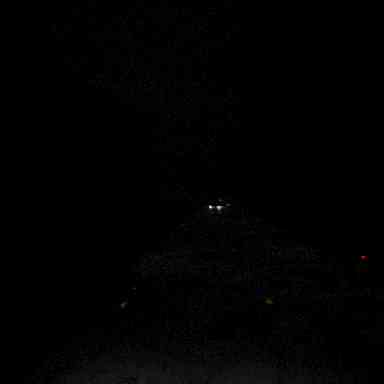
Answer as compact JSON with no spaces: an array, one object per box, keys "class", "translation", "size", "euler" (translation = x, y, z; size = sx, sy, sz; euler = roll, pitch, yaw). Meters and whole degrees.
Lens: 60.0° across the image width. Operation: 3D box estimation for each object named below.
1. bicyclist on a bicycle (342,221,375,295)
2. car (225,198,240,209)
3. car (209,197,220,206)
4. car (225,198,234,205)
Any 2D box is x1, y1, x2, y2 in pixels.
[{"class":"bicyclist on a bicycle","translation":[4.021,1.551,8.073],"size":[0.582,1.620,1.656],"euler":[1,-1,2]},{"class":"car","translation":[6.426,1.924,51.405],"size":[2.033,1.411,5.357],"euler":[1,0,5]},{"class":"car","translation":[4.379,1.923,63.774],"size":[1.837,1.490,4.892],"euler":[1,0,6]},{"class":"car","translation":[8.144,2.011,72.201],"size":[1.882,1.535,5.008],"euler":[1,0,5]}]
